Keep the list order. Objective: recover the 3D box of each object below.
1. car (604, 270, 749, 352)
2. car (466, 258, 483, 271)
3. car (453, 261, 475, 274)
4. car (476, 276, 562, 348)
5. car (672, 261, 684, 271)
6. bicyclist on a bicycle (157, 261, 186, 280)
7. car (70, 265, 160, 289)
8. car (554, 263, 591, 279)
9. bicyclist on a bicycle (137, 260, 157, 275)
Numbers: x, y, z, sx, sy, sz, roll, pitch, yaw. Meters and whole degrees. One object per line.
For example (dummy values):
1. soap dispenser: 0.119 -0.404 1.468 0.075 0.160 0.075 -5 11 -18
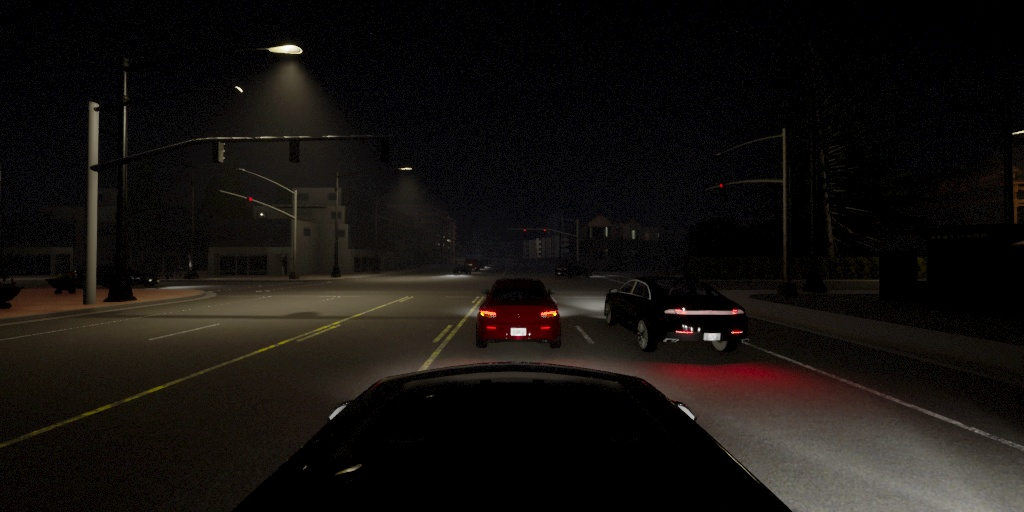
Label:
1. car: 3.655 1.250 8.895 2.128 1.511 4.902 0 0 1
2. car: -6.387 1.360 57.240 2.150 2.045 5.566 0 0 1
3. car: -6.536 1.695 47.279 1.895 1.301 4.718 0 0 2
4. car: 0.165 1.288 9.140 1.812 1.442 4.674 0 0 1
5. car: 27.605 1.641 57.908 4.553 1.767 2.097 1 -1 -44
6. bicyclist on a bicycle: -29.289 1.231 31.026 1.656 1.620 0.582 1 -1 -22
7. car: -25.857 1.332 23.292 4.892 1.490 1.837 0 -1 1
8. car: 6.305 1.493 36.797 2.128 1.511 4.902 -1 -1 44
9. bicyclist on a bicycle: -31.228 1.177 31.230 1.656 1.620 0.582 18 9 -26
